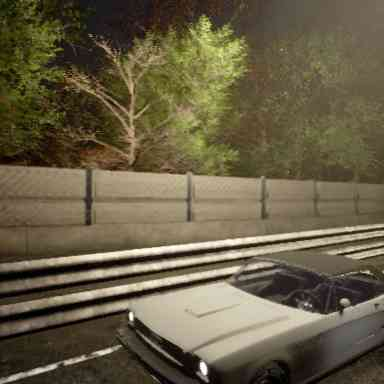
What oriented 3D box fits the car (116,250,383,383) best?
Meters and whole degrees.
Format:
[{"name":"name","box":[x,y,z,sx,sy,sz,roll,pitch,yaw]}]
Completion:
[{"name":"car","box":[1.428,1.609,4.697,4.718,1.301,1.895,0,0,-35]}]
